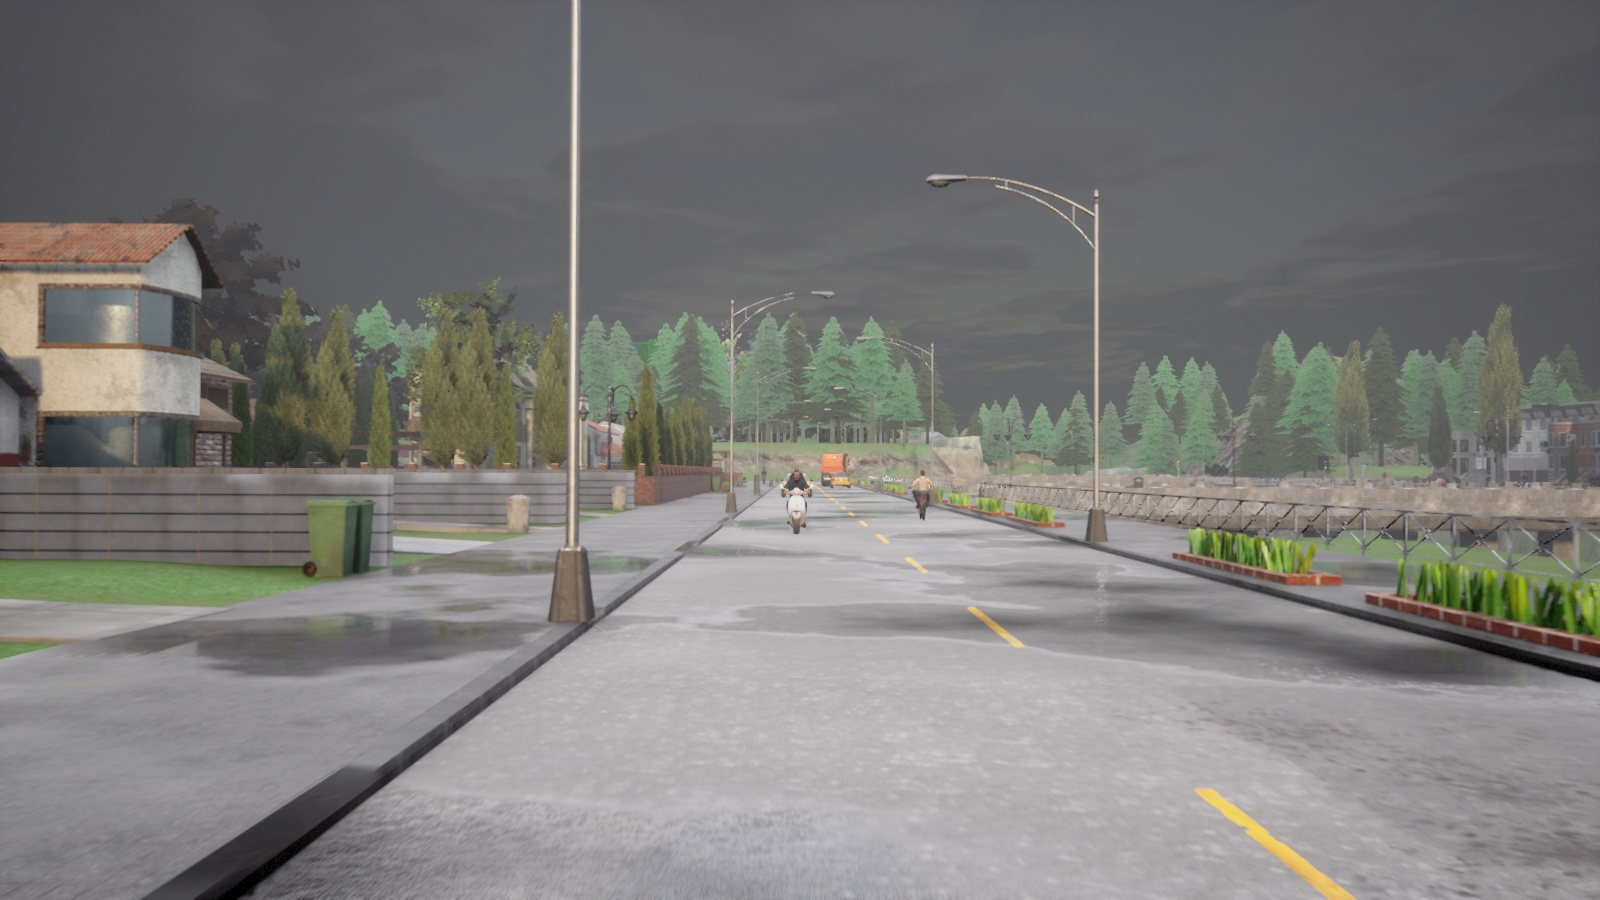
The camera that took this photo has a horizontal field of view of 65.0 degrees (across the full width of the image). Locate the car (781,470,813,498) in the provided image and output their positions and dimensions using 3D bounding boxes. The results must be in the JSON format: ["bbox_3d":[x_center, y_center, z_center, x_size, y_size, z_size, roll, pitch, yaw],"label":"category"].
[{"bbox_3d":[-0.178,2.018,75.459,1.801,1.575,5.366,0,-1,0],"label":"car"}]

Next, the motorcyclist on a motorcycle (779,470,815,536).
[{"bbox_3d":[-0.074,1.293,31.366,0.866,1.590,1.817,0,-1,0],"label":"motorcyclist on a motorcycle"}]

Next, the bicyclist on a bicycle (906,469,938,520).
[{"bbox_3d":[3.900,1.408,40.189,0.866,1.612,1.509,0,-1,0],"label":"bicyclist on a bicycle"}]
